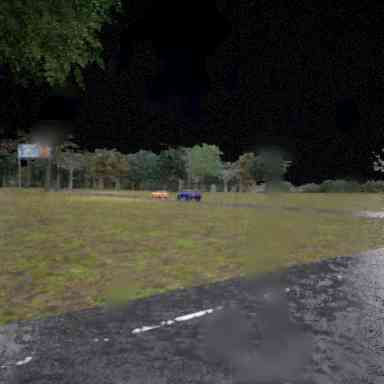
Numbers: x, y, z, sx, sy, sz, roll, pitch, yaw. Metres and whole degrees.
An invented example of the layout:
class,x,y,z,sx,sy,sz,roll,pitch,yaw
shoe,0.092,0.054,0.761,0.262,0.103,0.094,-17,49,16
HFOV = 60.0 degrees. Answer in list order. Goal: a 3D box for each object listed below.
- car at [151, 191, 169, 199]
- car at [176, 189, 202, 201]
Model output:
class,x,y,z,sx,sy,sz,roll,pitch,yaw
car,-6.536,0.481,67.301,2.097,1.767,4.553,2,0,-35
car,-0.541,0.543,58.853,2.150,2.045,5.566,2,0,-35
